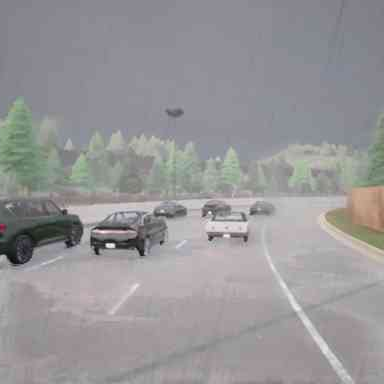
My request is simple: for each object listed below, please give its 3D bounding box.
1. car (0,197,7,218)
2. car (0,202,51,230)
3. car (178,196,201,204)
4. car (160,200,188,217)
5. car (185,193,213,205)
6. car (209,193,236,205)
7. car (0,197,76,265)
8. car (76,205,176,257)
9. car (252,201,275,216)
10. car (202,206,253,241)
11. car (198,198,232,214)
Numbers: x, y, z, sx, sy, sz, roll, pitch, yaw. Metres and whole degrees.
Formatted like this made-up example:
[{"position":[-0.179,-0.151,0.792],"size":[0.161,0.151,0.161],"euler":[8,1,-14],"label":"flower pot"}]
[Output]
[{"position":[-17.423,1.269,26.442],"size":[2.097,1.767,4.553],"euler":[0,0,15],"label":"car"},{"position":[-11.417,1.470,21.604],"size":[1.812,1.442,4.674],"euler":[0,0,13],"label":"car"},{"position":[-0.344,1.486,63.026],"size":[1.837,1.490,4.892],"euler":[0,0,36],"label":"car"},{"position":[-1.826,1.549,29.247],"size":[1.994,1.385,4.181],"euler":[0,0,18],"label":"car"},{"position":[1.322,1.214,59.321],"size":[2.150,2.045,5.566],"euler":[0,0,35],"label":"car"},{"position":[5.517,1.233,59.164],"size":[2.150,2.045,5.566],"euler":[0,0,36],"label":"car"},{"position":[-5.951,1.193,11.799],"size":[2.150,2.045,5.566],"euler":[0,0,8],"label":"car"},{"position":[-2.236,1.479,12.880],"size":[2.128,1.511,4.902],"euler":[0,0,8],"label":"car"},{"position":[7.098,1.588,33.174],"size":[1.994,1.385,4.181],"euler":[0,0,22],"label":"car"},{"position":[1.943,1.606,16.635],"size":[1.895,1.301,4.718],"euler":[0,0,11],"label":"car"},{"position":[2.330,1.508,30.621],"size":[1.837,1.490,4.892],"euler":[0,0,20],"label":"car"}]
